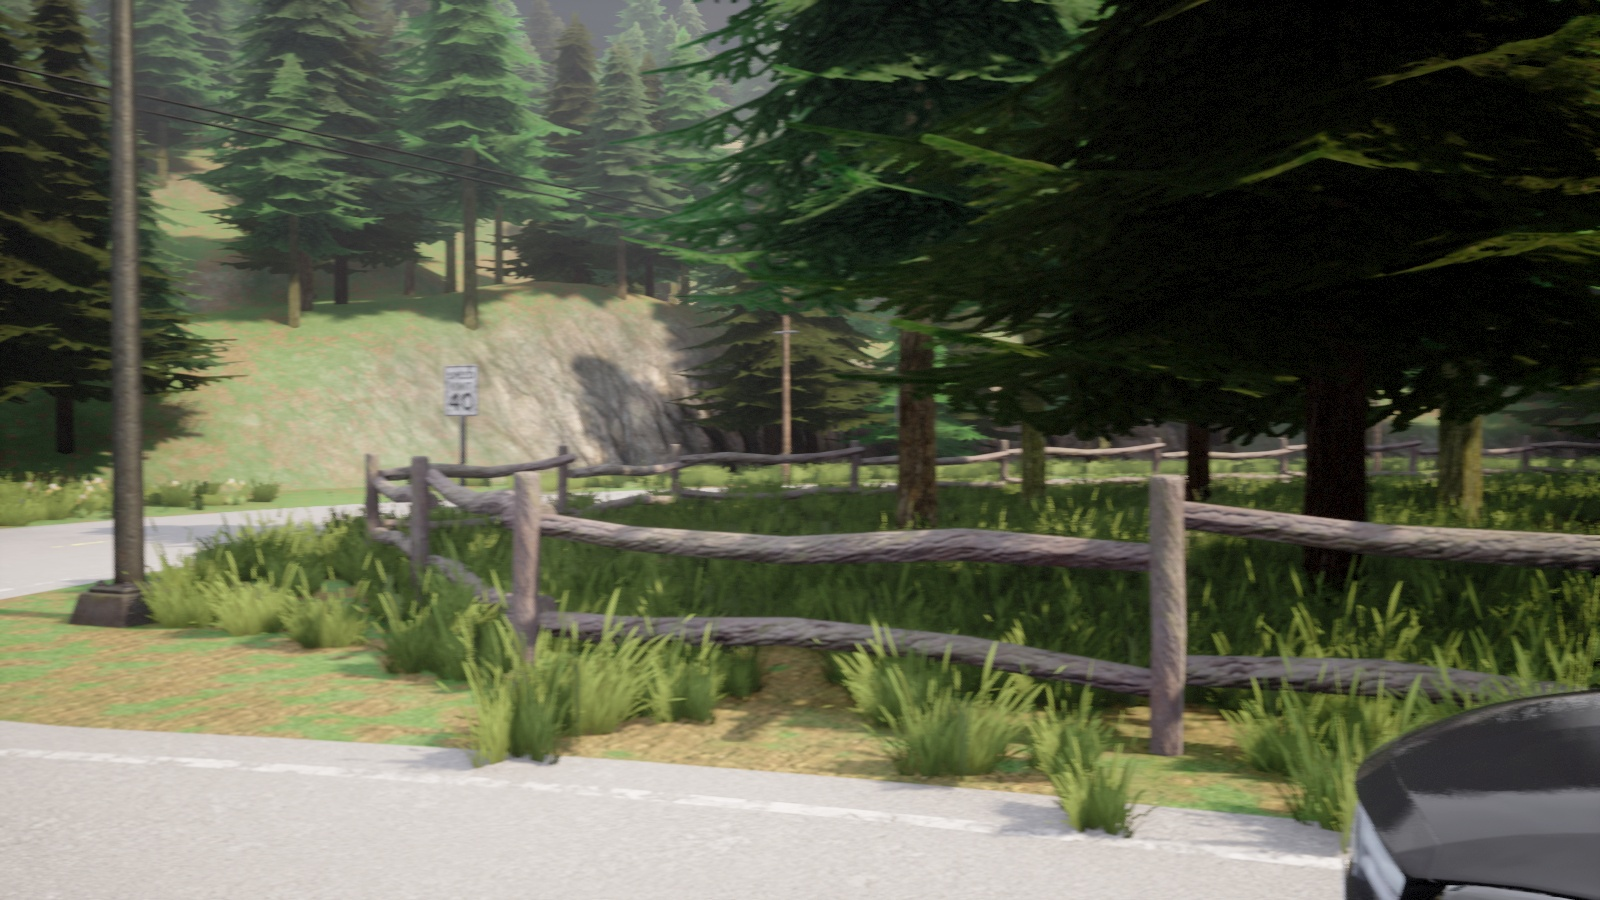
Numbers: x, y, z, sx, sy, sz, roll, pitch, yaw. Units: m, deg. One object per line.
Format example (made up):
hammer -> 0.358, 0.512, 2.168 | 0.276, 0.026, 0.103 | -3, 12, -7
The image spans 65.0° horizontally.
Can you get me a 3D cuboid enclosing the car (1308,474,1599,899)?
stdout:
car -> 3.339, 0.829, 1.974 | 4.674, 1.442, 1.812 | 1, 1, 23
